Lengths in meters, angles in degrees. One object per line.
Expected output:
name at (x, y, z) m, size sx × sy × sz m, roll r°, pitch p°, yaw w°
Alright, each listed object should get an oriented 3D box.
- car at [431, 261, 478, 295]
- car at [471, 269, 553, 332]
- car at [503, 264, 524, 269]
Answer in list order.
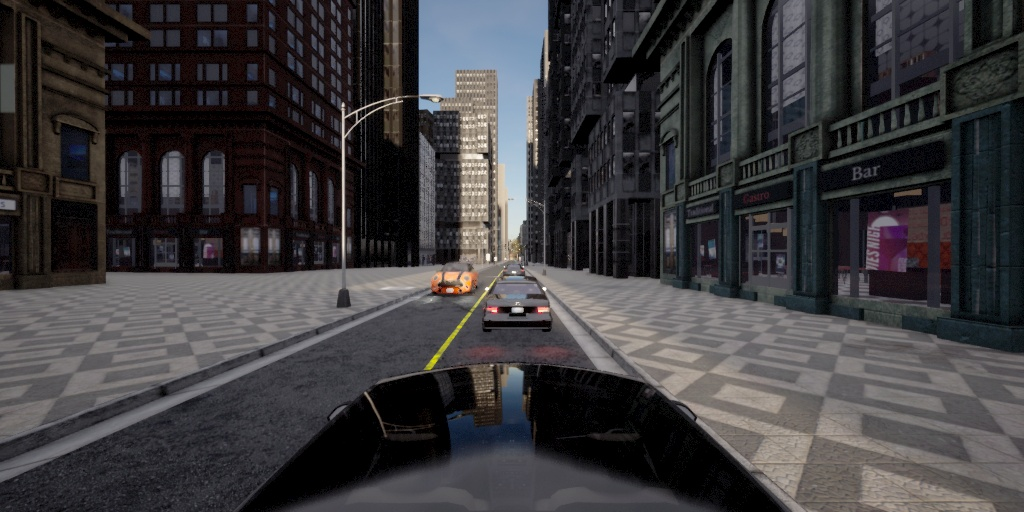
car at (-3.056, 1.120, 19.980) m, size 2.097 × 1.767 × 4.553 m, roll 0°, pitch 0°, yaw 0°
car at (0.124, 1.304, 10.838) m, size 2.033 × 1.411 × 5.357 m, roll 0°, pitch 0°, yaw 0°
car at (0.178, 1.367, 32.484) m, size 1.994 × 1.385 × 4.181 m, roll 0°, pitch 0°, yaw 0°
